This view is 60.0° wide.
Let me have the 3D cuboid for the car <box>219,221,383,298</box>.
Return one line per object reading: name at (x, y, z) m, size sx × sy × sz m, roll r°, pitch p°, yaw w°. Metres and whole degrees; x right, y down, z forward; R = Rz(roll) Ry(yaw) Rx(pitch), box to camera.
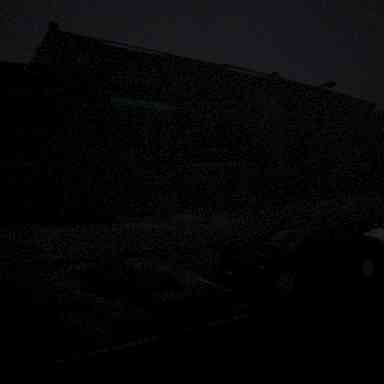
car at (3.057, 1.645, 9.103) m, size 5.008 × 1.535 × 2.097 m, roll 0°, pitch -1°, yaw -30°
